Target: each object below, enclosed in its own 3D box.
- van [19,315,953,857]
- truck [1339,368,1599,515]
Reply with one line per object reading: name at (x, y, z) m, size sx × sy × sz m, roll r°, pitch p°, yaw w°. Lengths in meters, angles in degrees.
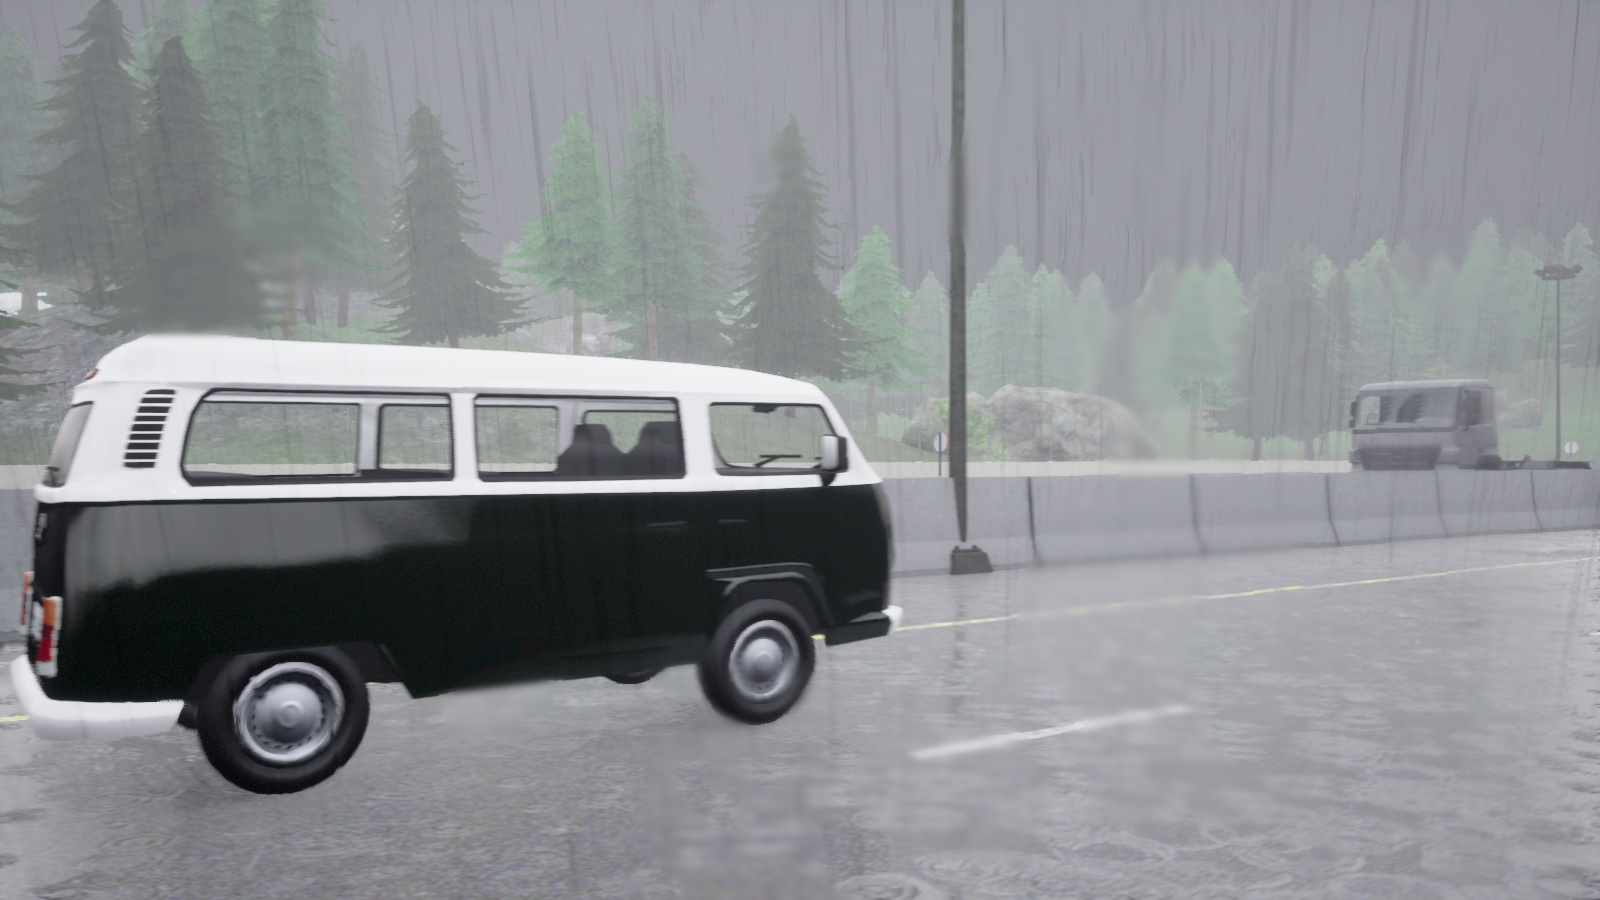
van at (-1.551, 0.492, 6.845) m, size 4.480 × 2.038 × 2.069 m, roll -1°, pitch 0°, yaw -35°
truck at (17.865, -0.196, 33.155) m, size 7.936 × 3.462 × 2.891 m, roll 0°, pitch 0°, yaw -35°
